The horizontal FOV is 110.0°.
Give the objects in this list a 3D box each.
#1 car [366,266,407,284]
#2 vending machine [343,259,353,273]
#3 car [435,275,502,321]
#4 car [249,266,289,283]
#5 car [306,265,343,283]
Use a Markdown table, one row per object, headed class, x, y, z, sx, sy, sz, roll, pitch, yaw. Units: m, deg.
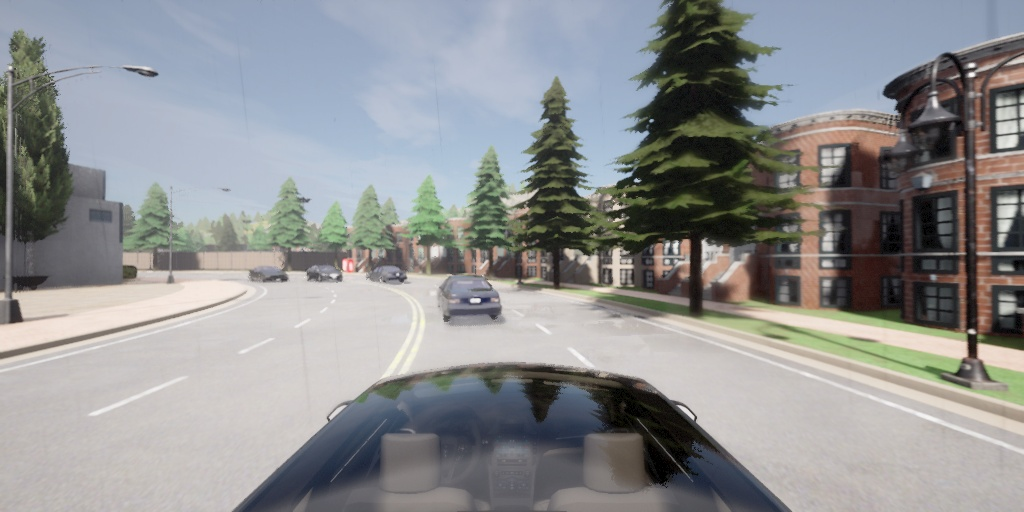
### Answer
| class | x | y | z | sx | sy | sz | roll | pitch | yaw |
| --- | --- | --- | --- | --- | --- | --- | --- | --- | --- |
| car | -10.867 | 1.569 | 30.947 | 2.033 | 1.411 | 5.357 | 0 | -1 | -40 |
| vending machine | -22.669 | 1.399 | 49.597 | 0.880 | 2.100 | 1.100 | 0 | 0 | 27 |
| car | -1.718 | 1.398 | 13.090 | 2.033 | 1.411 | 5.357 | 0 | 0 | -15 |
| car | -21.450 | 1.593 | 31.526 | 5.357 | 1.411 | 2.033 | -1 | -1 | 40 |
| car | -16.549 | 1.528 | 31.570 | 4.902 | 1.511 | 2.128 | -1 | -1 | 44 |
